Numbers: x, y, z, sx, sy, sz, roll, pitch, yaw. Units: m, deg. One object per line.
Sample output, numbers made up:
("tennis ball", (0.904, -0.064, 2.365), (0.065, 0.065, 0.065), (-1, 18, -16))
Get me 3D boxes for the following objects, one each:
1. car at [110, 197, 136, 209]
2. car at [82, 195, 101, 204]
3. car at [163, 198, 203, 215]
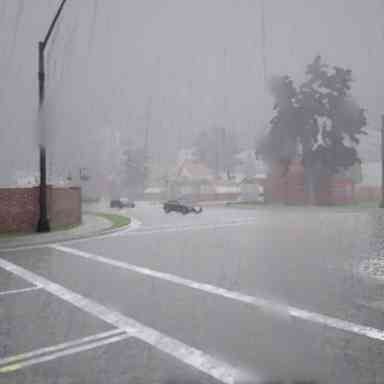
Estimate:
("car", (-8.991, 1.397, 42.846), (1.812, 1.442, 4.674), (-1, 1, -37))
("car", (-18.787, 1.347, 60.515), (4.892, 1.490, 1.837), (0, 0, 33))
("car", (-0.943, 1.359, 32.146), (2.128, 1.511, 4.902), (-1, 1, -37))
